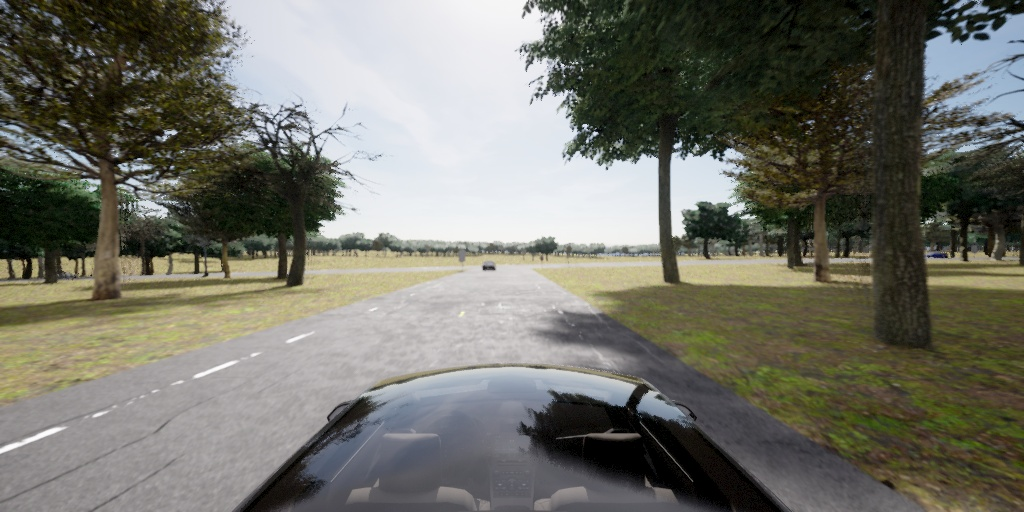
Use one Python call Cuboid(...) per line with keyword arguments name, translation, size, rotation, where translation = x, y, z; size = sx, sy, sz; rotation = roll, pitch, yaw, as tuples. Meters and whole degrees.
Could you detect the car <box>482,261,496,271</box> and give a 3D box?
Cuboid(name="car", translation=(-3.550, 1.457, 55.319), size=(1.882, 1.535, 5.008), rotation=(0, 0, 0))
